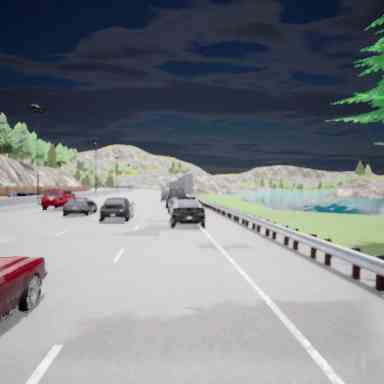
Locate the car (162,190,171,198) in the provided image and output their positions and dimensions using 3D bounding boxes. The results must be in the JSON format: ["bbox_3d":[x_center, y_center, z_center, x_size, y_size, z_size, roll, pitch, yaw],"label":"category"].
[{"bbox_3d":[-5.093,0.378,66.125,1.882,1.535,5.008,0,1,-5],"label":"car"}]

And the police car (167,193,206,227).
[{"bbox_3d":[-0.345,1.091,19.830,1.930,1.638,5.238,0,1,-5],"label":"police car"}]

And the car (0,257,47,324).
[{"bbox_3d":[-3.709,1.531,4.457,1.895,1.301,4.718,0,1,-2],"label":"car"}]

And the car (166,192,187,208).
[{"bbox_3d":[-1.189,1.028,29.684,1.812,1.442,4.674,0,1,-5],"label":"car"}]

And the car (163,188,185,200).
[{"bbox_3d":[-1.704,0.626,35.687,2.150,2.045,5.566,0,1,-5],"label":"car"}]

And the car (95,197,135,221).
[{"bbox_3d":[-5.081,1.129,22.879,1.837,1.490,4.892,0,1,-5],"label":"car"}]

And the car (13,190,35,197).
[{"bbox_3d":[-33.555,0.535,67.135,1.895,1.301,4.718,0,1,-5],"label":"car"}]

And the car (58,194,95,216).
[{"bbox_3d":[-8.929,1.129,26.838,1.994,1.385,4.181,0,1,-5],"label":"car"}]

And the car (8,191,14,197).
[{"bbox_3d":[-37.389,0.408,70.882,2.128,1.511,4.902,0,1,-5],"label":"car"}]

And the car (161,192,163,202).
[{"bbox_3d":[-3.757,0.682,50.593,1.812,1.442,4.674,0,1,-5],"label":"car"}]

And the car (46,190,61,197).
[{"bbox_3d":[-30.603,0.376,73.672,1.994,1.385,4.181,0,1,-5],"label":"car"}]

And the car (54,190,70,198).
[{"bbox_3d":[-26.619,0.432,68.176,1.812,1.442,4.674,0,1,-5],"label":"car"}]

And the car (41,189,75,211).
[{"bbox_3d":[-12.942,0.696,32.719,2.150,2.045,5.566,0,1,-5],"label":"car"}]
